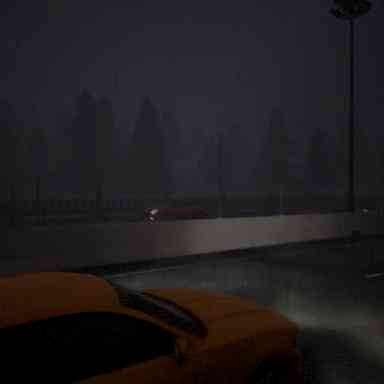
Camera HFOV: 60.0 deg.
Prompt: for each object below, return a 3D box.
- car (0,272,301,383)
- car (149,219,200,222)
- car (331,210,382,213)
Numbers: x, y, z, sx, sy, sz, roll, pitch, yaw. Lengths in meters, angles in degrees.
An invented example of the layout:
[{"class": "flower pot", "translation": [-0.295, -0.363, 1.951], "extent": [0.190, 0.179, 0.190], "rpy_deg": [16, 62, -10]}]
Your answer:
[{"class": "car", "translation": [-1.168, 1.467, 2.785], "extent": [5.008, 1.535, 1.882], "rpy_deg": [0, 0, -35]}, {"class": "car", "translation": [-1.235, 1.274, 23.532], "extent": [4.553, 1.767, 2.097], "rpy_deg": [0, 0, -30]}, {"class": "car", "translation": [13.556, 1.464, 27.658], "extent": [5.357, 1.411, 2.033], "rpy_deg": [0, 0, -29]}]
